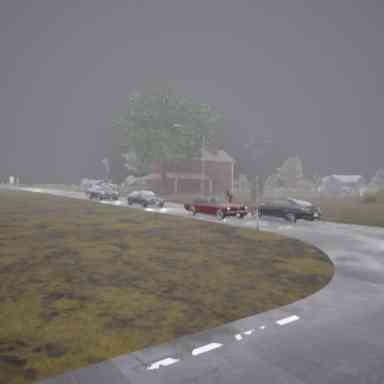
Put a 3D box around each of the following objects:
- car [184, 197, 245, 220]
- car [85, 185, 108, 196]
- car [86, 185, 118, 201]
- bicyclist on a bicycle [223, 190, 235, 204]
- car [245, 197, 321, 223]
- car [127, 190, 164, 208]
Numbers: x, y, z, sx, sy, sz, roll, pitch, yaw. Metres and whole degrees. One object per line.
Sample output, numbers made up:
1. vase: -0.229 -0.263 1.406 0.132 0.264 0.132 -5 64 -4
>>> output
1. car: 1.505 0.991 21.734 1.895 1.301 4.718 0 2 -36
2. car: -14.029 -0.197 48.489 1.812 1.442 4.674 0 2 -35
3. car: -10.112 0.010 38.018 2.097 1.767 4.553 0 2 -36
4. bicyclist on a bicycle: 3.221 0.654 29.632 1.656 1.620 0.582 0 2 -36
5. car: 5.745 1.040 20.763 1.812 1.442 4.674 0 2 -34
6. car: -4.273 0.547 29.831 1.812 1.442 4.674 0 2 -36
